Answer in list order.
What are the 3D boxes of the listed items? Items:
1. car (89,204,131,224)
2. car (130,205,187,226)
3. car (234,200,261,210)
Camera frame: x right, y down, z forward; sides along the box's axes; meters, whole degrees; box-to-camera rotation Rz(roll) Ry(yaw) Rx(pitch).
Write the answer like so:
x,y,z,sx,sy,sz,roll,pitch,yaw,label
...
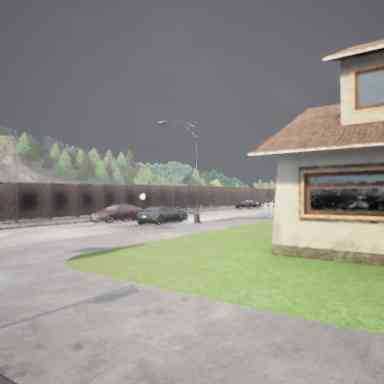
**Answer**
x,y,z,sx,sy,sz,roll,pitch,yaw,label
-5.948,1.681,26.598,1.812,1.442,4.674,-1,0,35,car
-2.184,1.687,24.849,1.994,1.385,4.181,-1,0,35,car
7.633,1.755,45.622,1.895,1.301,4.718,-1,0,36,car
